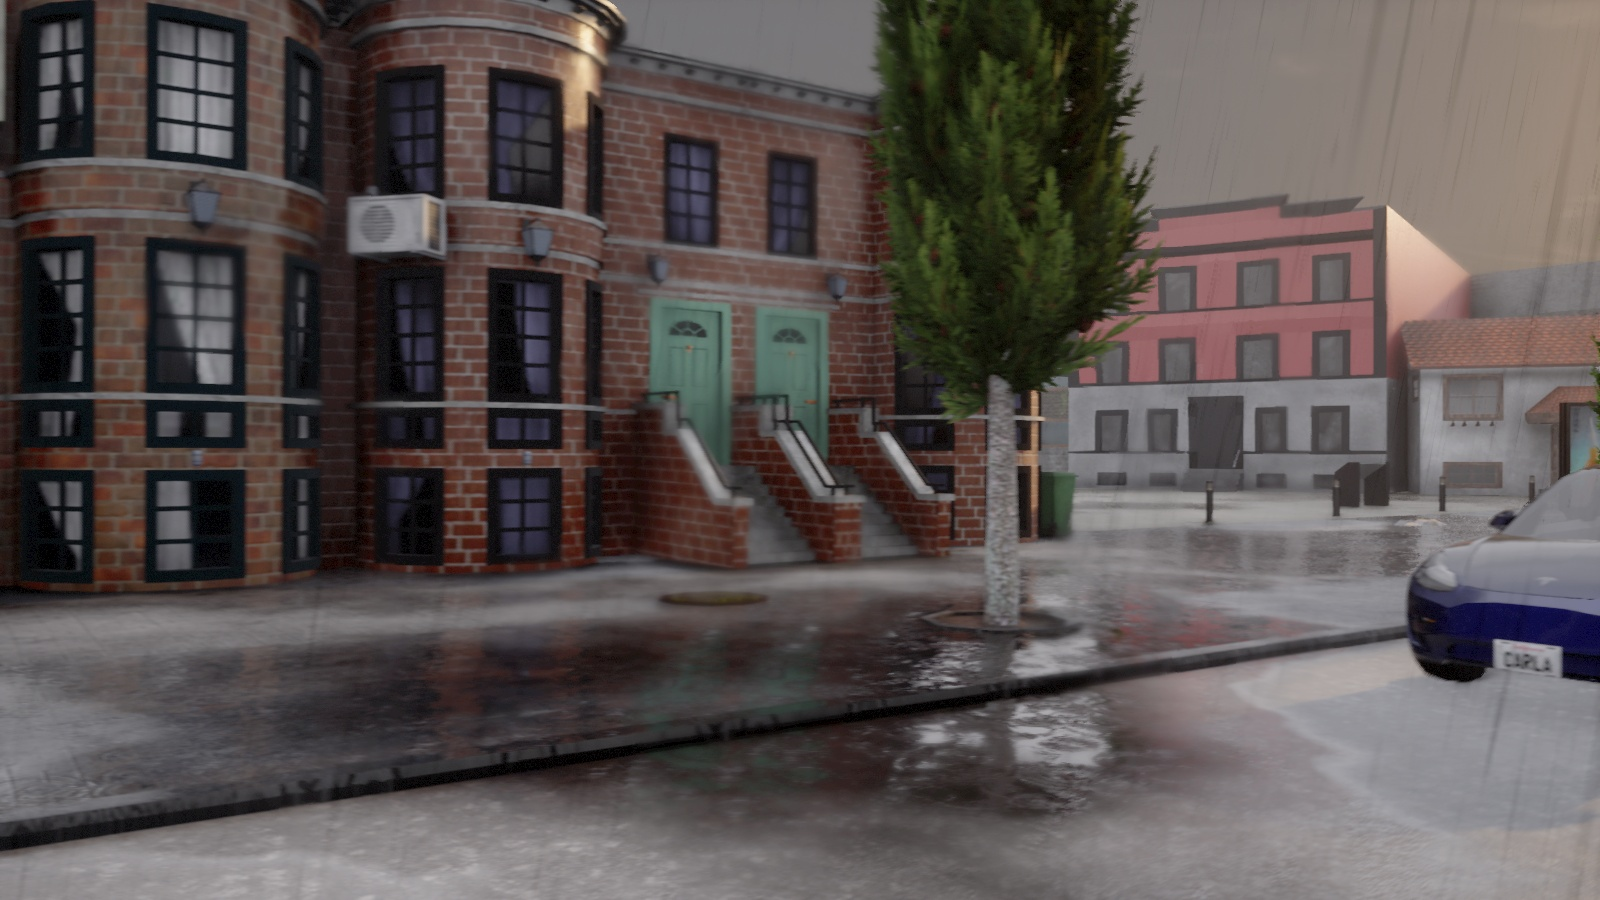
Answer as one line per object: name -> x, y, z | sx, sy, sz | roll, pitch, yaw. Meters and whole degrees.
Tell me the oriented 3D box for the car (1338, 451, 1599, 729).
car -> 6.002, 0.753, 8.446 | 4.792, 1.488, 2.163 | 0, 0, -35
